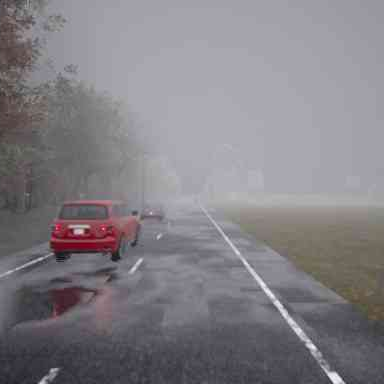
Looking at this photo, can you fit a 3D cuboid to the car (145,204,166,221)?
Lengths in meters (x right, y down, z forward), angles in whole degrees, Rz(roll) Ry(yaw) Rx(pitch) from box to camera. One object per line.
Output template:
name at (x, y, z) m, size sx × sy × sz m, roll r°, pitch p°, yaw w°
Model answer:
car at (-3.397, 1.755, 29.703) m, size 1.994 × 1.385 × 4.181 m, roll 0°, pitch 0°, yaw 0°

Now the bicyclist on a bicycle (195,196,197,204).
bicyclist on a bicycle at (0.972, 1.883, 79.679) m, size 0.659 × 1.776 × 1.843 m, roll 0°, pitch 0°, yaw 0°

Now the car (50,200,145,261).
car at (-3.399, 1.304, 12.692) m, size 2.150 × 2.045 × 5.566 m, roll 0°, pitch 0°, yaw 0°

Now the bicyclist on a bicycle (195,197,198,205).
bicyclist on a bicycle at (0.967, 1.891, 70.681) m, size 0.866 × 1.612 × 1.509 m, roll 0°, pitch 0°, yaw 0°
